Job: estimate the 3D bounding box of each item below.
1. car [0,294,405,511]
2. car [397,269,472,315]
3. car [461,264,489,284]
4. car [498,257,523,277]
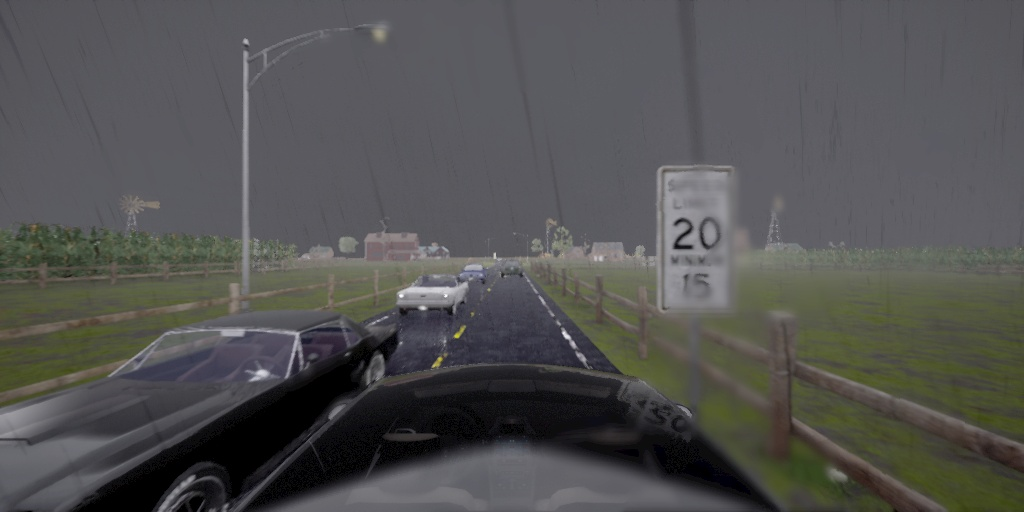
[{"bbox_3d":[-2.887,1.354,3.838,1.895,1.301,4.718,0,0,1],"label":"car"},{"bbox_3d":[-2.850,1.366,13.721,1.895,1.301,4.718,0,0,0],"label":"car"},{"bbox_3d":[-2.835,1.309,27.178,1.812,1.442,4.674,0,0,0],"label":"car"},{"bbox_3d":[-0.001,1.145,35.522,2.097,1.767,4.553,0,0,0],"label":"car"}]
